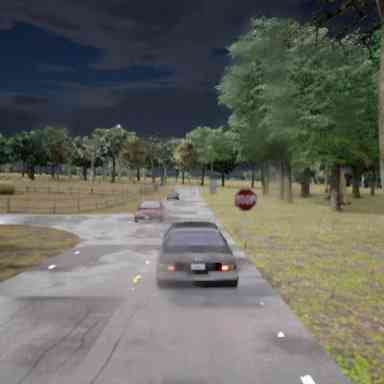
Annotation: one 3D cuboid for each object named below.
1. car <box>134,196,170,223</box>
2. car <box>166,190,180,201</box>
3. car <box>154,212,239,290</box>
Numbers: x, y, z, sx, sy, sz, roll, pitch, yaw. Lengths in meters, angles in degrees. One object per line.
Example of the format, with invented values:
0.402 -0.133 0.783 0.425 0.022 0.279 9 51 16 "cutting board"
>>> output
-2.778 1.275 22.952 1.812 1.442 4.674 1 1 0 "car"
-2.833 0.559 50.174 1.837 1.490 4.892 0 2 0 "car"
0.047 1.513 9.096 2.033 1.411 5.357 0 0 -2 "car"
